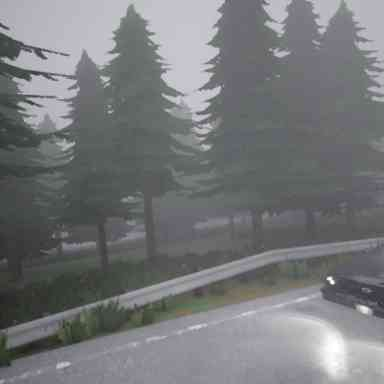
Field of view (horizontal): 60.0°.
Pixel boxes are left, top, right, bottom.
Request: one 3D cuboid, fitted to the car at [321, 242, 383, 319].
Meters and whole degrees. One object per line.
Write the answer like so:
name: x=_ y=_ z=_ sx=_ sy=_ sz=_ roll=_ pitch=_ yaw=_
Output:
car: x=5.006 y=1.463 z=6.709 sx=5.357 sy=1.411 sz=2.033 roll=-1 pitch=1 yaw=-32
